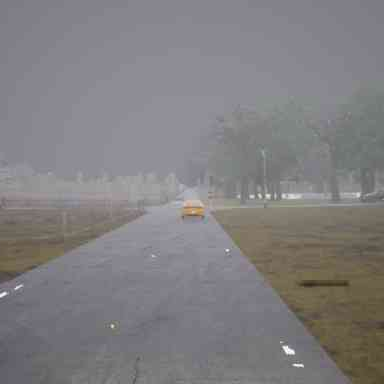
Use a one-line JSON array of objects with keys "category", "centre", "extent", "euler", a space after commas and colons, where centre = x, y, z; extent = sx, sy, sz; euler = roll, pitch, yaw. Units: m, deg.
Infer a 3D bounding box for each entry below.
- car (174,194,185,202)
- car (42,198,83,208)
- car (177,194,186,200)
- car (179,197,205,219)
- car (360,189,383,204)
[{"category": "car", "centre": [-2.723, 1.390, 71.339], "extent": [1.994, 1.385, 4.181], "euler": [0, 1, 0]}, {"category": "car", "centre": [-18.573, 1.581, 47.732], "extent": [5.357, 1.411, 2.033], "euler": [0, -1, -2]}, {"category": "car", "centre": [-2.717, 1.216, 86.557], "extent": [2.033, 1.411, 5.357], "euler": [0, 1, 0]}, {"category": "car", "centre": [0.092, 1.468, 29.216], "extent": [1.882, 1.535, 5.008], "euler": [0, 0, 0]}, {"category": "car", "centre": [27.120, 0.608, 47.735], "extent": [5.566, 2.045, 2.150], "euler": [-2, -1, 0]}]
